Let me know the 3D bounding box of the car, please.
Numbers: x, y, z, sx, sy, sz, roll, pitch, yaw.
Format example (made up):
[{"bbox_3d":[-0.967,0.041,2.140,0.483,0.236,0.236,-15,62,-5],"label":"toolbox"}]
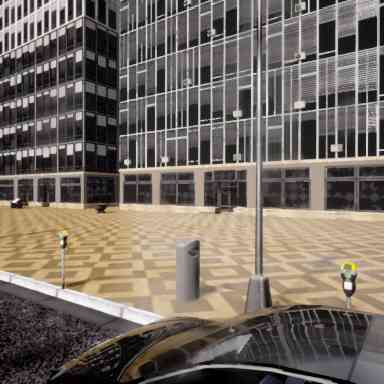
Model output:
[{"bbox_3d":[0.735,1.566,2.345,4.313,1.339,1.947,0,0,35],"label":"car"}]
